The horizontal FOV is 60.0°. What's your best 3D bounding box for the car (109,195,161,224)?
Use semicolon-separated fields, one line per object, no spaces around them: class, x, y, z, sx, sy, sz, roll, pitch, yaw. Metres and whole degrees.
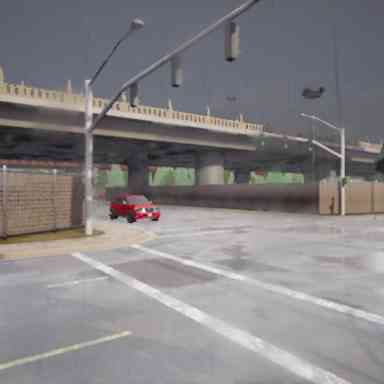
car;-4.582;1.246;25.883;2.150;2.045;5.566;0;0;-36
